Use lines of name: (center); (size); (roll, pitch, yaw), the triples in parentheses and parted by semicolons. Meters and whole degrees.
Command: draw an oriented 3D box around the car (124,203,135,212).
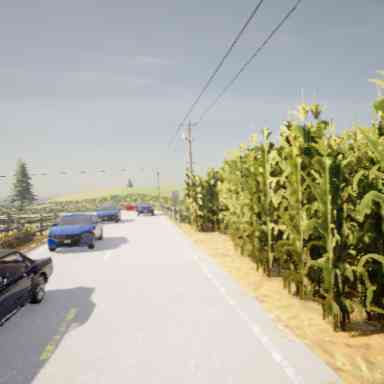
car: (-8.328, 2.225, 48.905); (1.895, 1.301, 4.718); (-2, 0, -38)

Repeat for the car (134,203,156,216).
car: (-5.311, 1.960, 38.093); (1.812, 1.442, 4.674); (-2, 0, -8)

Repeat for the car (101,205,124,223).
car: (-7.525, 1.967, 30.178); (1.882, 1.535, 5.008); (-2, 0, -8)

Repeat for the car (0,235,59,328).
car: (-4.067, 1.810, 5.839); (1.895, 1.301, 4.718); (-2, 0, -6)

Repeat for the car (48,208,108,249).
car: (-5.512, 1.805, 16.200); (1.882, 1.535, 5.008); (-2, 0, -8)
